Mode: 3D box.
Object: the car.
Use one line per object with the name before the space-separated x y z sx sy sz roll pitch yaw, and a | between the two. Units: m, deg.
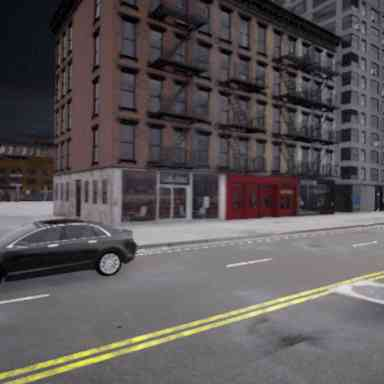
car | -3.859 1.520 8.894 4.892 1.490 1.837 0 0 -35
